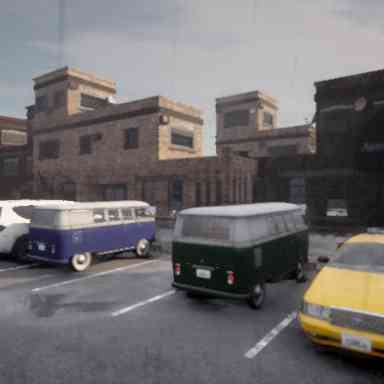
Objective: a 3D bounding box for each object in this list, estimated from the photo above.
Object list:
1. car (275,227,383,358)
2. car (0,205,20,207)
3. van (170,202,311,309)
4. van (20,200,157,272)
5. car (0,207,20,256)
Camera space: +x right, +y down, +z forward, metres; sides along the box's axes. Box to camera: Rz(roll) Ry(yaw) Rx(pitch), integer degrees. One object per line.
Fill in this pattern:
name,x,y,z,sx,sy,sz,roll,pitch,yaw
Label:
car,3.537,1.482,6.204,1.946,1.575,5.366,-1,0,35
car,-12.050,1.686,17.585,2.163,1.488,4.792,-1,0,35
van,1.465,1.280,8.053,1.878,1.987,4.442,-1,0,35
van,-3.023,1.326,11.253,1.878,1.987,4.442,-1,0,35
car,-7.575,1.602,14.363,2.097,1.535,5.008,-1,0,35
